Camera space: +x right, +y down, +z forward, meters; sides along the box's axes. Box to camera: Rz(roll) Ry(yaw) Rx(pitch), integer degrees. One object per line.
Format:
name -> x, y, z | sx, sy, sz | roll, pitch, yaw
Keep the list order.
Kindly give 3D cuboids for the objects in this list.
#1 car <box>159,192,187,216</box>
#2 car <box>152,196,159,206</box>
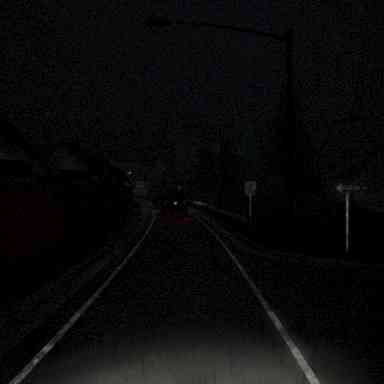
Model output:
car -> -1.692, 1.046, 30.628 | 2.150, 2.045, 5.566 | 0, 0, -6
car -> -4.745, 1.283, 49.555 | 1.994, 1.385, 4.181 | 0, 0, -12
